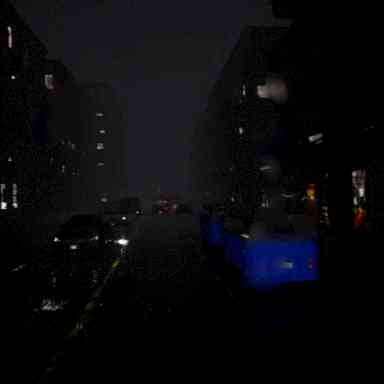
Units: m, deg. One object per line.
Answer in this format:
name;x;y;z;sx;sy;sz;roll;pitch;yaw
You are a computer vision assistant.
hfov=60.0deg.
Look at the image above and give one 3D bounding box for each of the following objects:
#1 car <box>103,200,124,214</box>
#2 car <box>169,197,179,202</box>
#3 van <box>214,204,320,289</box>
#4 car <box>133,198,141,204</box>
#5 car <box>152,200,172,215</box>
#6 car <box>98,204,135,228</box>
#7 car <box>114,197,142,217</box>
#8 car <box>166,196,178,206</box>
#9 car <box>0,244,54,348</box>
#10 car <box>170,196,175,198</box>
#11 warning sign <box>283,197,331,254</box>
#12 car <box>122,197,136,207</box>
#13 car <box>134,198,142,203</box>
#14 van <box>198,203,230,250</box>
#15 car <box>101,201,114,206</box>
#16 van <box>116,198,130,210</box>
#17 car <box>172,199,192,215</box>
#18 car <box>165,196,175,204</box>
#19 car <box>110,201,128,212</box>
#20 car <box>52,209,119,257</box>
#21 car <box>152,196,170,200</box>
car;-9.784;1.855;41.700;1.967;1.590;4.097;-2;0;-6
car;-2.051;1.865;48.249;1.752;1.417;4.829;-2;0;-6
van;1.875;1.371;9.062;1.690;1.788;3.998;-2;0;-6
car;-14.286;2.353;86.288;1.802;1.307;4.206;-2;0;-6
car;-3.665;1.903;38.502;1.895;1.301;4.718;-1;0;-6
car;-5.427;1.837;24.065;1.895;1.301;4.718;-1;0;-6
car;-6.463;1.542;34.776;2.150;2.045;5.566;-1;0;-6
car;-4.276;1.831;70.376;2.192;1.841;5.009;-2;0;-6
car;-3.405;1.679;3.969;1.895;1.301;4.718;-1;0;-6
car;-3.158;1.742;59.228;2.192;1.841;5.009;-2;0;-6
warning sign;4.018;1.130;11.729;1.300;1.860;1.060;0;0;-6
car;-12.047;1.908;63.994;2.192;1.841;5.009;-2;0;-6
car;-14.845;2.398;91.862;1.802;1.307;4.206;-2;0;-6
van;1.316;1.415;14.636;1.690;1.788;3.998;-2;0;-6
car;-9.221;1.953;36.126;1.802;1.307;4.206;-2;0;-6
van;-10.905;1.845;52.849;1.690;1.788;3.998;-2;0;-6
car;-0.914;1.832;36.931;1.802;1.307;4.206;-2;0;-6
car;-5.394;1.920;81.524;2.192;1.841;5.009;-2;0;-6
car;-10.340;2.010;47.274;2.008;1.369;4.403;-2;0;-6
car;-4.410;1.683;14.029;1.812;1.442;4.674;-1;0;-6
car;-4.697;1.606;48.778;2.150;2.045;5.566;-1;0;-6
